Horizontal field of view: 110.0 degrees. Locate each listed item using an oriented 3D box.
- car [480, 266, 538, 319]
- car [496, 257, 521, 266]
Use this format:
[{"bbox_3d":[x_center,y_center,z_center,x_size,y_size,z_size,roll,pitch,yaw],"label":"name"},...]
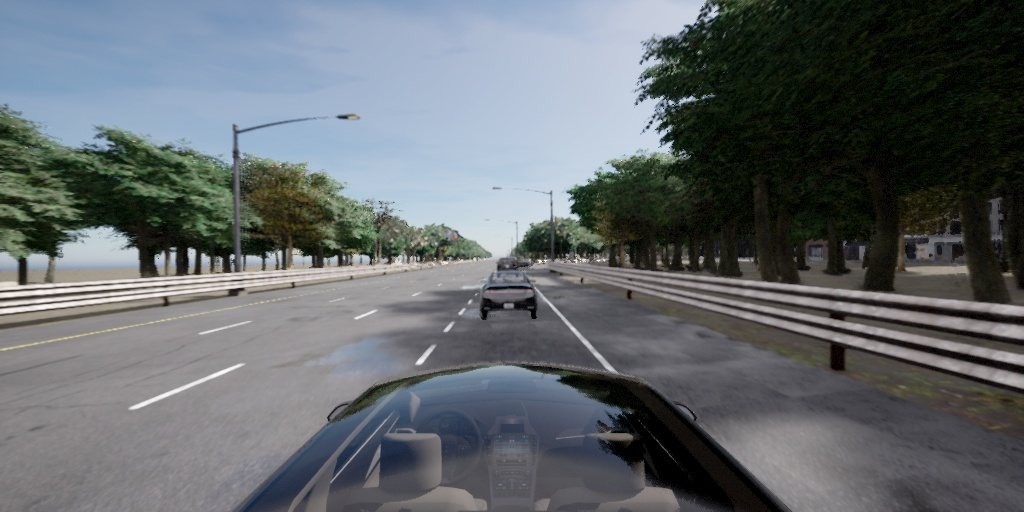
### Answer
[{"bbox_3d":[-0.133,1.297,13.181,2.128,1.511,4.902,-1,0,-1],"label":"car"},{"bbox_3d":[-0.469,1.147,37.204,2.150,2.045,5.566,-1,0,-1],"label":"car"}]
